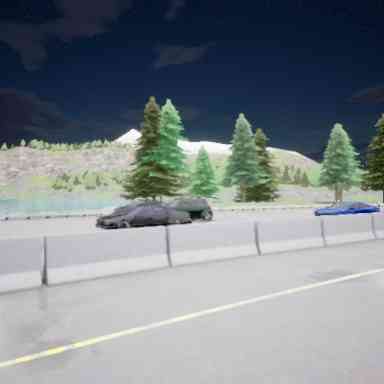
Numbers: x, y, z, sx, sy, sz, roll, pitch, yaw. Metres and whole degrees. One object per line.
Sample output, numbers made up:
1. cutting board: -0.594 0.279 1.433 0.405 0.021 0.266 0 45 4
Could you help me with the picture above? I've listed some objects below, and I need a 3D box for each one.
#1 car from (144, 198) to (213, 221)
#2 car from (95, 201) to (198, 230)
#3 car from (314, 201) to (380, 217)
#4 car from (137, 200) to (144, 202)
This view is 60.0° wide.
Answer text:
1. car: -0.762 1.239 24.020 4.553 1.767 2.097 0 0 -30
2. car: -2.618 1.463 18.886 5.357 1.411 2.033 0 0 -32
3. car: 10.306 1.350 22.131 5.008 1.535 1.882 0 0 -27
4. car: -3.731 1.387 26.338 4.892 1.490 1.837 0 0 -31
